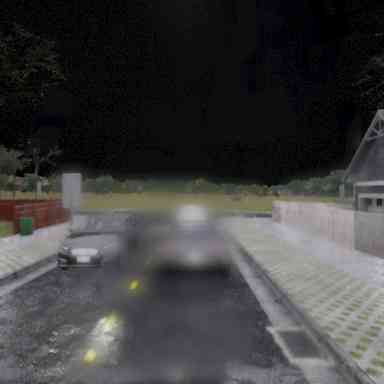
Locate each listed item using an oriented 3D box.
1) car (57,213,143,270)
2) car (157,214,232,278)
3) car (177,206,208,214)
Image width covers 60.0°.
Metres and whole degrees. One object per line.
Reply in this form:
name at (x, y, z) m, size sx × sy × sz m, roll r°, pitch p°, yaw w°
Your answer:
car at (-2.832, 1.508, 11.163) m, size 2.128 × 1.511 × 4.902 m, roll 0°, pitch 0°, yaw 0°
car at (0.071, 1.578, 10.161) m, size 1.994 × 1.385 × 4.181 m, roll 0°, pitch 0°, yaw 0°
car at (0.039, 1.560, 20.612) m, size 1.812 × 1.442 × 4.674 m, roll 0°, pitch 0°, yaw 0°
